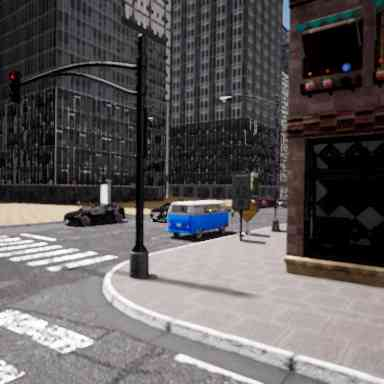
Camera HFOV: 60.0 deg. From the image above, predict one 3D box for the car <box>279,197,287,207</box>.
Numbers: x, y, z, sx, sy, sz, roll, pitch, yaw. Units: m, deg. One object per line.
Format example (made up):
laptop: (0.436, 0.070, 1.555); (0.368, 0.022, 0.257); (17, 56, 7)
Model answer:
car: (12.611, 1.352, 44.275); (2.128, 1.511, 4.902); (1, 1, 36)

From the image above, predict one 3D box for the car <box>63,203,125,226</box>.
car: (-6.377, 1.430, 22.164); (1.947, 1.339, 4.313); (1, 1, 35)

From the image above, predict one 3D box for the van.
van: (0.451, 1.348, 17.300); (1.690, 1.788, 3.998); (1, 1, 35)

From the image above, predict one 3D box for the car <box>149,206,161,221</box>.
car: (-1.159, 1.402, 25.024); (1.837, 1.490, 4.892); (1, 1, 35)

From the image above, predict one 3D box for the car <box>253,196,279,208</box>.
car: (9.671, 1.256, 44.695); (1.967, 1.590, 4.097); (1, 1, 35)

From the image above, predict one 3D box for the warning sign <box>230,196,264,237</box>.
warning sign: (2.733, 1.162, 16.404); (1.300, 1.860, 1.060); (1, 1, 35)
